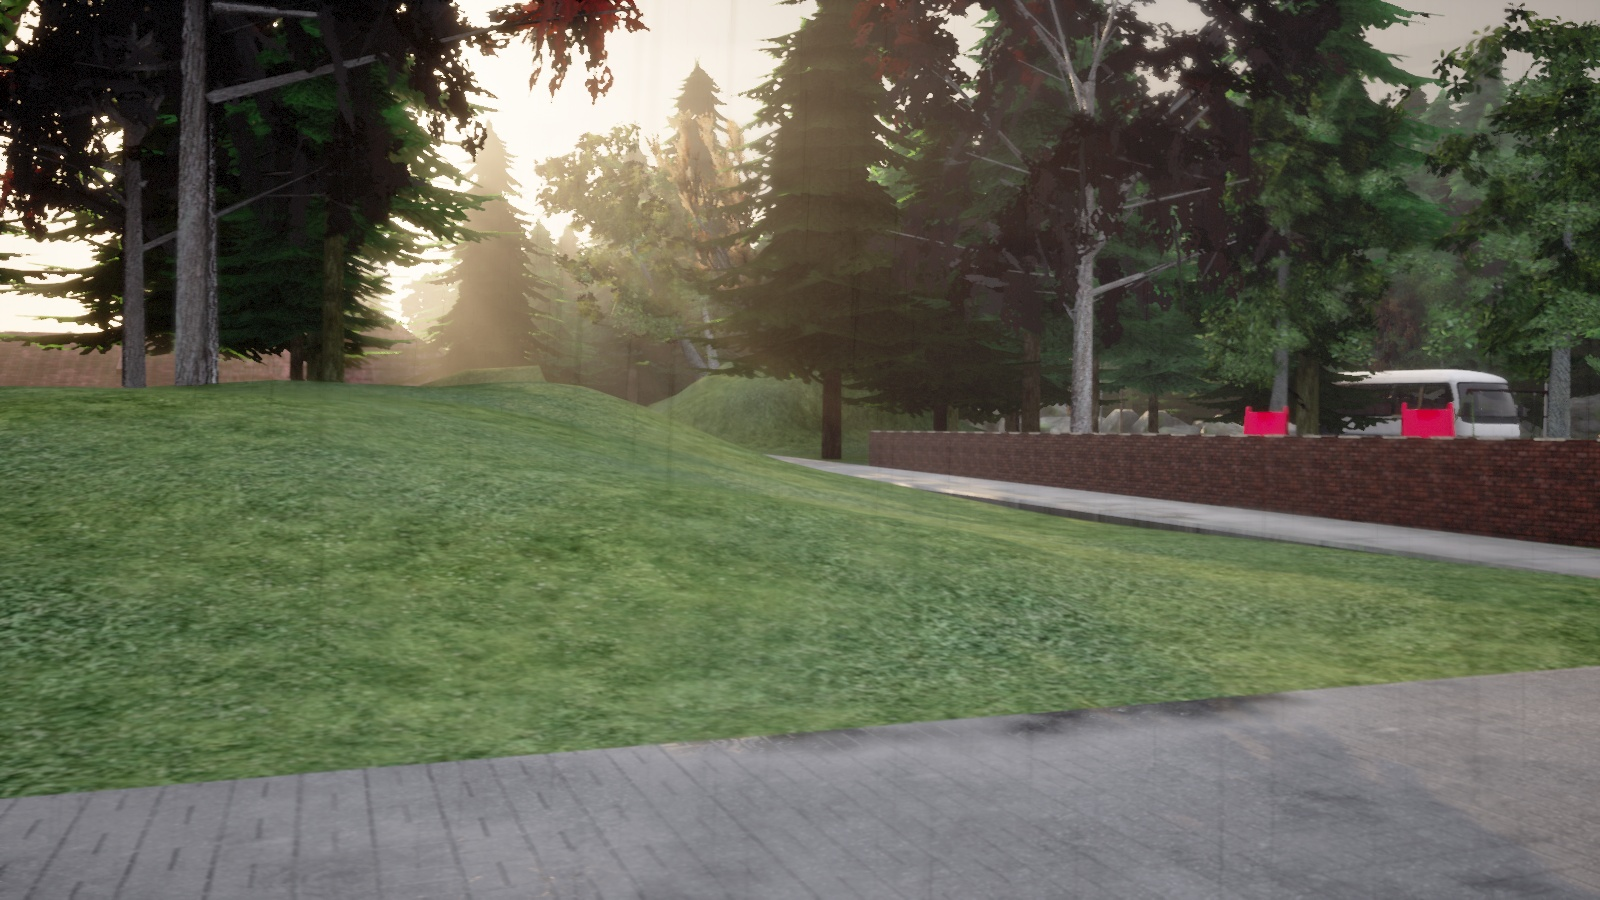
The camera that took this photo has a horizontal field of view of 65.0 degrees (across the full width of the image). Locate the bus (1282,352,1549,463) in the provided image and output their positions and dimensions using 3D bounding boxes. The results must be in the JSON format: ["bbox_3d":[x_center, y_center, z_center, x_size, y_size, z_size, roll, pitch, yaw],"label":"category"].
[{"bbox_3d":[25.817,-1.825,53.607,3.944,4.253,10.273,-1,2,-21],"label":"bus"}]
